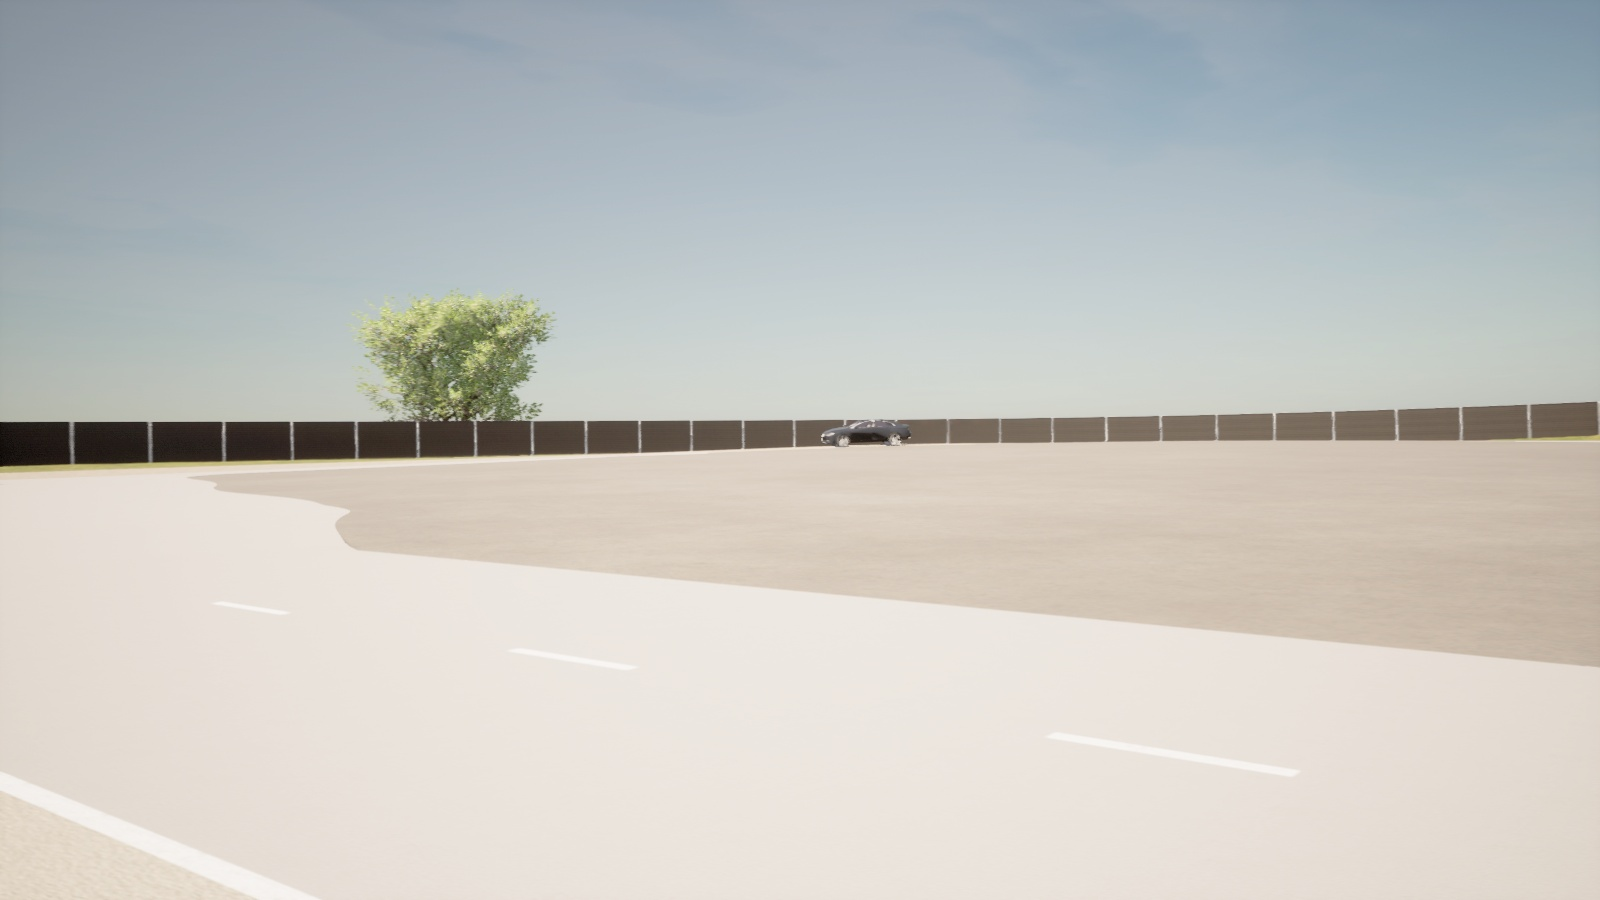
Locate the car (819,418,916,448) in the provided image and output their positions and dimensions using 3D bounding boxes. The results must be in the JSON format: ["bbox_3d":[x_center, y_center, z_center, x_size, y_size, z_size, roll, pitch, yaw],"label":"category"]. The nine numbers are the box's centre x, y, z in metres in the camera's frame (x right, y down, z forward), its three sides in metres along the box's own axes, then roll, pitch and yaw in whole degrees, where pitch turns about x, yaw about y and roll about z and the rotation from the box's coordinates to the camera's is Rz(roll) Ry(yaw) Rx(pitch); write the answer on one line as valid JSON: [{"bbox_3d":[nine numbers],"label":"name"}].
[{"bbox_3d":[3.639,-0.927,68.336,4.902,1.511,2.128,-1,0,-8],"label":"car"}]
